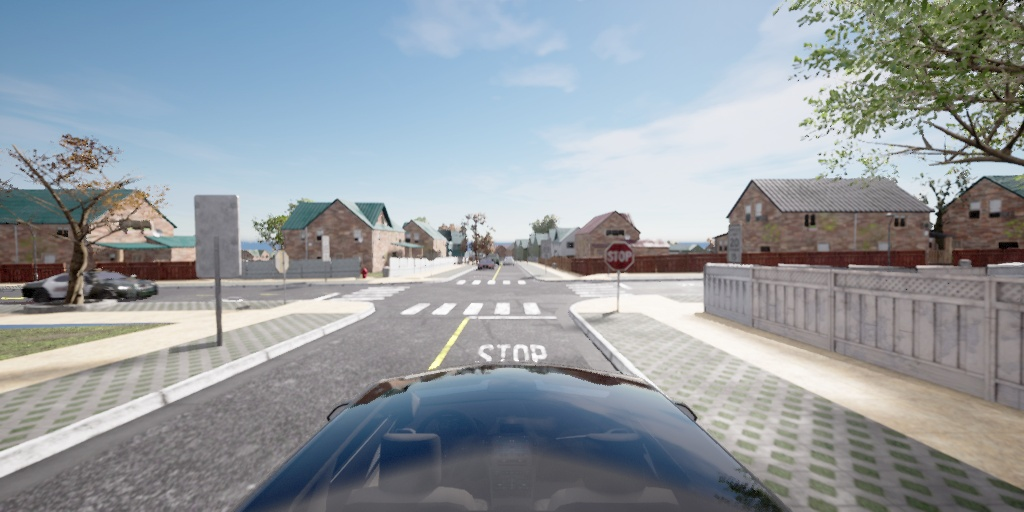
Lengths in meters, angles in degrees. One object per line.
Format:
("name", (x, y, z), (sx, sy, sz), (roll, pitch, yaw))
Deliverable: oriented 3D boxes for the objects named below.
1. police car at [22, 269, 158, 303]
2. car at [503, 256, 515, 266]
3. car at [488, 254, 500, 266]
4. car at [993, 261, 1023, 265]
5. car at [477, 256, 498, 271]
("police car", (-20.219, 1.449, 17.455), (4.974, 1.542, 2.038), (-1, 2, 0))
("car", (-0.527, 0.948, 62.395), (1.812, 1.442, 4.674), (0, 0, -1))
("car", (-3.295, 0.646, 63.451), (2.150, 2.045, 5.566), (0, 0, -1))
("car", (30.796, 0.663, 20.508), (4.718, 1.301, 1.895), (-1, 2, 0))
("car", (-3.098, 1.032, 43.523), (1.994, 1.385, 4.181), (0, 0, -1))
